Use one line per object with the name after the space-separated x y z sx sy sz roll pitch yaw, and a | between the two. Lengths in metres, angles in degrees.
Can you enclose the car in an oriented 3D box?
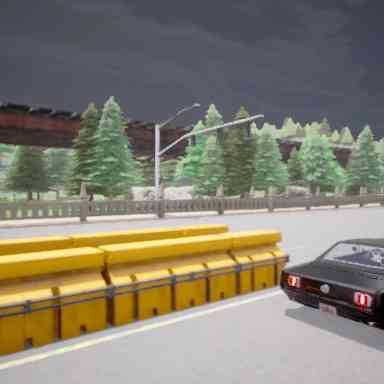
3.992 1.589 6.616 4.718 1.301 1.895 0 0 -35 | car
